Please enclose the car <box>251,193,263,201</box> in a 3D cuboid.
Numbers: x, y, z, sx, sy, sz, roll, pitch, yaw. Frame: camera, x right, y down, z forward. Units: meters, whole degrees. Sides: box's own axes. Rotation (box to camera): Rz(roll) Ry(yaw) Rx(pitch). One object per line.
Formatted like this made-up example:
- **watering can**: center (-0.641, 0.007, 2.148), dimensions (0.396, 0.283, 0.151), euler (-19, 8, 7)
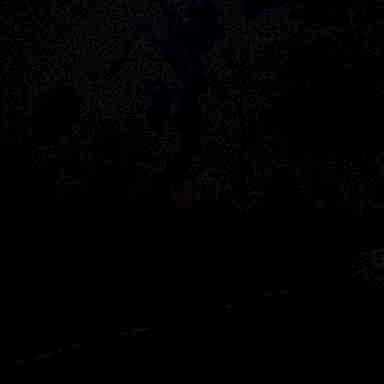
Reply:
- **car**: center (13.159, 0.977, 62.627), dimensions (1.882, 1.535, 5.008), euler (-1, 1, -35)
